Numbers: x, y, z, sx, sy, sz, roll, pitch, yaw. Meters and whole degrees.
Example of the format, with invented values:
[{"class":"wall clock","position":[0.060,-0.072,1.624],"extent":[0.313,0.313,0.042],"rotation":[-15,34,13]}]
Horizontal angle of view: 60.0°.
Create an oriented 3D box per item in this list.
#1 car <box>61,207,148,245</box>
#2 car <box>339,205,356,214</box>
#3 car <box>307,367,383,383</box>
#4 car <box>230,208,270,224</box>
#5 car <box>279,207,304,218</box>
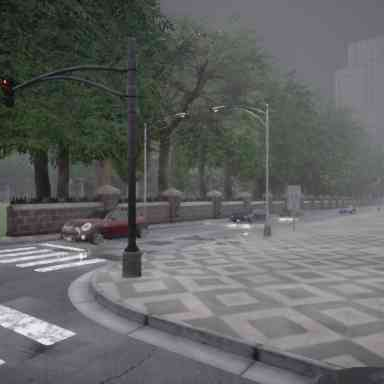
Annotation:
[{"class":"car","position":[-4.365,1.618,17.113],"extent":[2.097,1.767,4.553],"rotation":[0,-1,35]},{"class":"car","position":[24.865,2.782,53.091],"extent":[2.033,1.411,5.357],"rotation":[0,-1,34]},{"class":"car","position":[2.466,1.551,1.209],"extent":[4.403,1.369,2.008],"rotation":[0,0,35]},{"class":"car","position":[5.537,2.167,31.183],"extent":[2.033,1.411,5.357],"rotation":[0,-1,35]},{"class":"car","position":[12.166,2.424,40.564],"extent":[1.994,1.385,4.181],"rotation":[0,-1,35]}]
